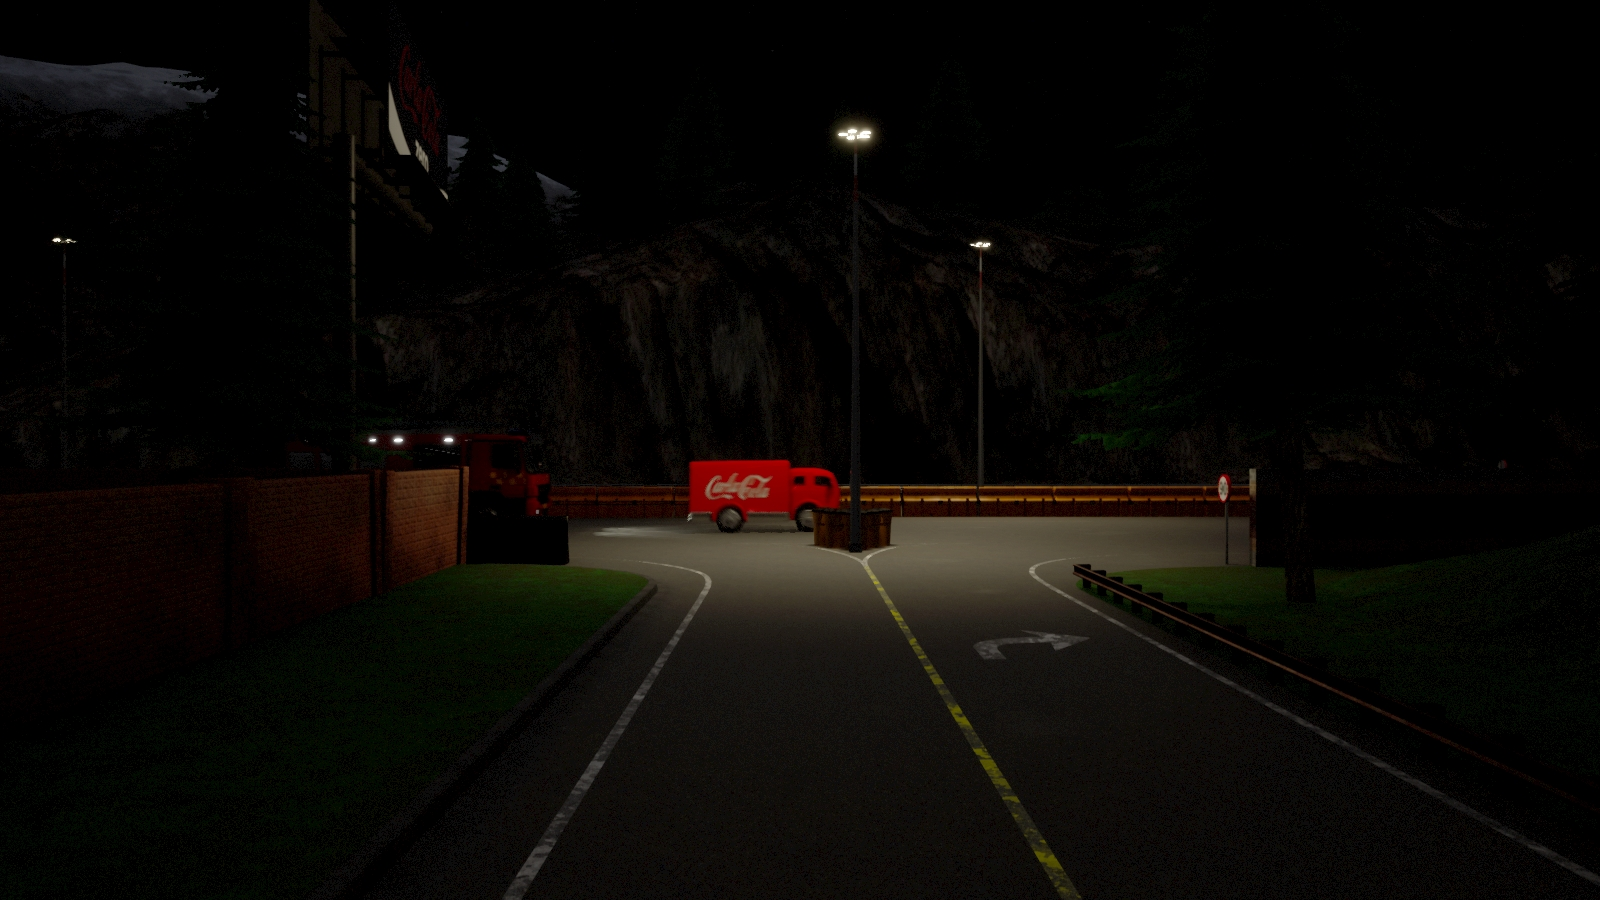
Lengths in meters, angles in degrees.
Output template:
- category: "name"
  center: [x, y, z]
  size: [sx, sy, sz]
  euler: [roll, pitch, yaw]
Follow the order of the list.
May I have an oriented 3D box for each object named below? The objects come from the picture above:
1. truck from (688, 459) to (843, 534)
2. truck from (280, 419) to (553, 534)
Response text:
- category: "truck"
  center: [-1.193, 1.571, 39.740]
  size: [5.204, 2.467, 2.627]
  euler: [0, 0, -1]
- category: "truck"
  center: [-13.060, 0.891, 39.495]
  size: [8.468, 3.827, 2.891]
  euler: [0, 0, -1]
